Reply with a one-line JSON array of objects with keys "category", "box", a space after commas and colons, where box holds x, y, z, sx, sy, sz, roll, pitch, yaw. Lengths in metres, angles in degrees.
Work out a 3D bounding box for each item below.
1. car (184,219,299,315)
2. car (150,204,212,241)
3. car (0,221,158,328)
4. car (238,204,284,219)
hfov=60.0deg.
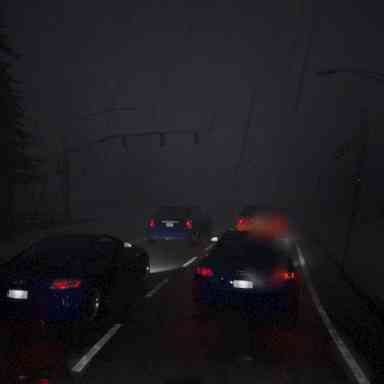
[{"category": "car", "box": [1.325, 1.564, 7.708, 1.994, 1.385, 4.181, 0, 0, 13]}, {"category": "car", "box": [-0.393, 1.352, 15.563, 2.097, 1.767, 4.553, 0, 0, 14]}, {"category": "car", "box": [-2.351, 1.564, 7.165, 1.994, 1.385, 4.181, 0, 0, 10]}, {"category": "car", "box": [3.352, 1.352, 16.106, 2.097, 1.767, 4.553, 0, 0, 14]}]
